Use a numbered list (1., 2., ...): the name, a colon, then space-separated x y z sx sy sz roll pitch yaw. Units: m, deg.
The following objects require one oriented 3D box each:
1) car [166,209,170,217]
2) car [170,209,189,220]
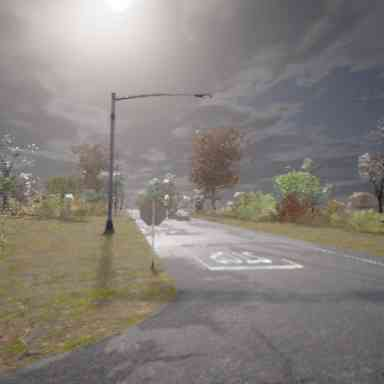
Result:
1. car: -3.505 3.642 57.690 1.895 1.301 4.718 2 -2 -12
2. car: -1.556 3.244 48.271 1.812 1.442 4.674 2 -2 -12
